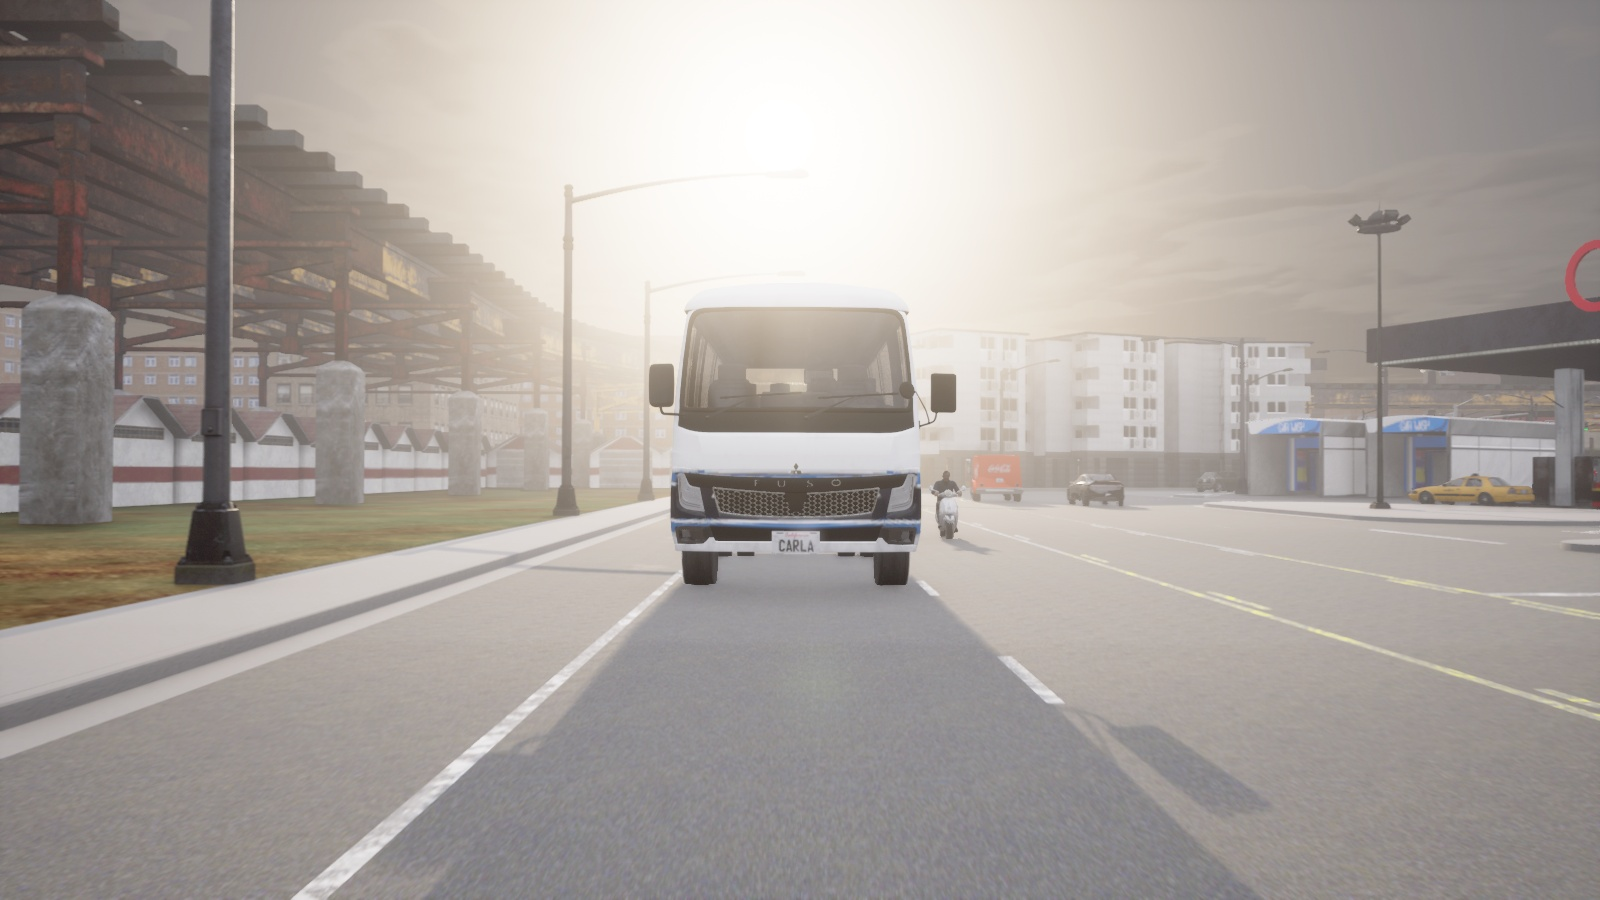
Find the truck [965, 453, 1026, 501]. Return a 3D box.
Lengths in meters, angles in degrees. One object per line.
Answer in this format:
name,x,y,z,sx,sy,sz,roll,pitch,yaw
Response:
truck,10.446,1.418,67.608,2.627,2.467,5.204,0,-1,2

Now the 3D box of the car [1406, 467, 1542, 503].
car,31.053,1.601,58.035,1.801,1.575,5.366,0,-1,-29

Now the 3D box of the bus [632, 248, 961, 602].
bus,-0.059,-0.222,20.261,3.944,4.253,10.273,0,-1,0

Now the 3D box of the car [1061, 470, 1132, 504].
car,13.851,1.703,58.981,2.128,1.511,4.902,0,-1,0

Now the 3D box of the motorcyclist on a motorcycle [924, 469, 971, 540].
motorcyclist on a motorcycle,3.426,1.246,29.348,0.866,1.590,1.817,0,-1,0
